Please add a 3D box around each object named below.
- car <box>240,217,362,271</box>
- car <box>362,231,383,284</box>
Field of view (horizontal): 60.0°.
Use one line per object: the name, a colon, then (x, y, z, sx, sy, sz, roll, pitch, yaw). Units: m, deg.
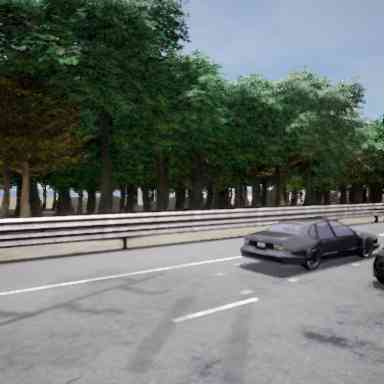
car: (4.012, 1.544, 10.907, 5.357, 1.411, 2.033, 0, 0, -35)
car: (6.366, 1.561, 8.291, 4.181, 1.385, 1.994, 0, 0, -35)
